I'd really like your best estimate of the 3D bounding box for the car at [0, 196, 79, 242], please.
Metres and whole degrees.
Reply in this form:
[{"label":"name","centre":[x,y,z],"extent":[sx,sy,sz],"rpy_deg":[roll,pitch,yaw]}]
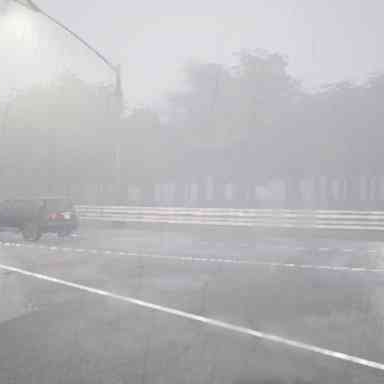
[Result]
[{"label":"car","centre":[-8.216,1.244,16.531],"extent":[5.566,2.045,2.150],"rpy_deg":[0,0,24]}]
